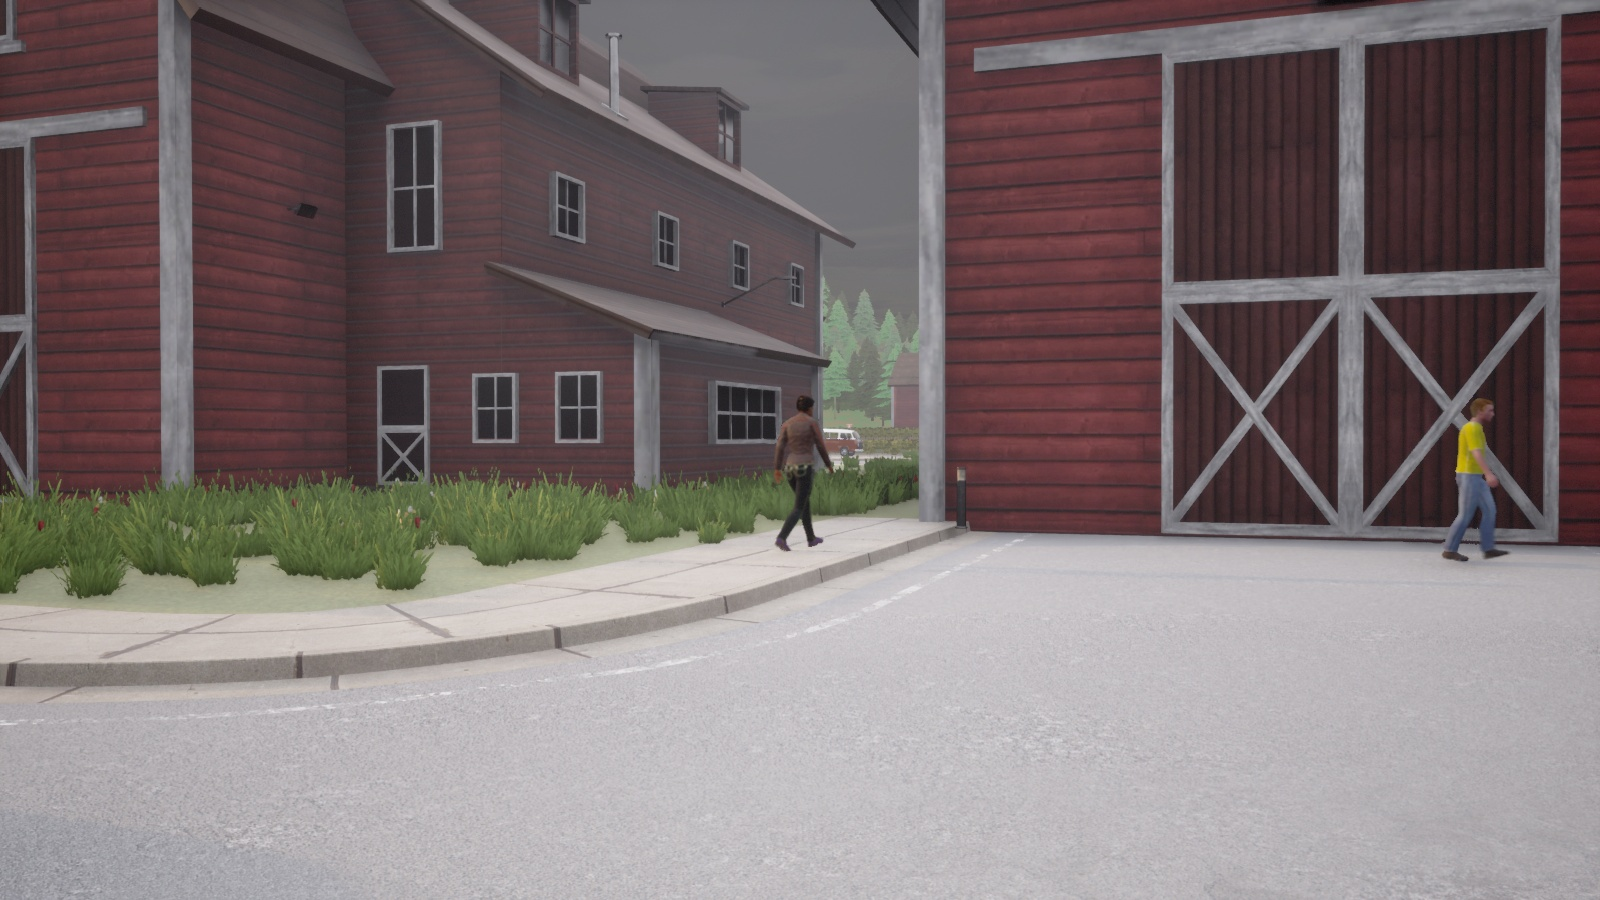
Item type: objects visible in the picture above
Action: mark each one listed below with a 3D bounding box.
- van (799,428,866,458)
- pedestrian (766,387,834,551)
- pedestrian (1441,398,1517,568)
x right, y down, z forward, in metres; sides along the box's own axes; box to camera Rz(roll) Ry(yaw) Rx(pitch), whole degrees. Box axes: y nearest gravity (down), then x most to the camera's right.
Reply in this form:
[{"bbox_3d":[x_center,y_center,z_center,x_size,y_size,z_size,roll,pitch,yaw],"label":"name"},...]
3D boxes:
[{"bbox_3d":[2.383,-0.525,92.461,4.480,2.038,2.069,2,1,19],"label":"van"},{"bbox_3d":[0.006,0.203,14.253,0.328,1.805,0.869,1,1,35],"label":"pedestrian"},{"bbox_3d":[7.511,0.354,13.903,0.706,1.836,0.354,1,1,31],"label":"pedestrian"}]
